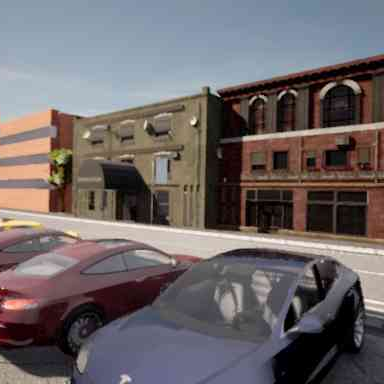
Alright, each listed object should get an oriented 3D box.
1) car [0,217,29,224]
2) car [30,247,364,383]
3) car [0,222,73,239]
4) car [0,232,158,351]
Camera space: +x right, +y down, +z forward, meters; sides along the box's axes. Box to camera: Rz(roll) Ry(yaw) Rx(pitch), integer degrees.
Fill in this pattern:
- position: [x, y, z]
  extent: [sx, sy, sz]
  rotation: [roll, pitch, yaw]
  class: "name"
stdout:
- position: [-5.859, 1.534, 9.612]
  extent: [1.946, 1.575, 5.366]
  rotation: [0, -1, 39]
  class: "car"
- position: [0.817, 1.587, 4.385]
  extent: [2.163, 1.488, 4.792]
  rotation: [0, -1, 39]
  class: "car"
- position: [-3.552, 1.586, 7.971]
  extent: [2.002, 1.452, 4.674]
  rotation: [0, -1, 39]
  class: "car"
- position: [-1.360, 1.592, 6.189]
  extent: [2.002, 1.452, 4.674]
  rotation: [0, -1, 39]
  class: "car"
